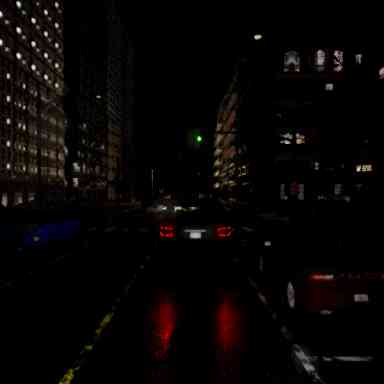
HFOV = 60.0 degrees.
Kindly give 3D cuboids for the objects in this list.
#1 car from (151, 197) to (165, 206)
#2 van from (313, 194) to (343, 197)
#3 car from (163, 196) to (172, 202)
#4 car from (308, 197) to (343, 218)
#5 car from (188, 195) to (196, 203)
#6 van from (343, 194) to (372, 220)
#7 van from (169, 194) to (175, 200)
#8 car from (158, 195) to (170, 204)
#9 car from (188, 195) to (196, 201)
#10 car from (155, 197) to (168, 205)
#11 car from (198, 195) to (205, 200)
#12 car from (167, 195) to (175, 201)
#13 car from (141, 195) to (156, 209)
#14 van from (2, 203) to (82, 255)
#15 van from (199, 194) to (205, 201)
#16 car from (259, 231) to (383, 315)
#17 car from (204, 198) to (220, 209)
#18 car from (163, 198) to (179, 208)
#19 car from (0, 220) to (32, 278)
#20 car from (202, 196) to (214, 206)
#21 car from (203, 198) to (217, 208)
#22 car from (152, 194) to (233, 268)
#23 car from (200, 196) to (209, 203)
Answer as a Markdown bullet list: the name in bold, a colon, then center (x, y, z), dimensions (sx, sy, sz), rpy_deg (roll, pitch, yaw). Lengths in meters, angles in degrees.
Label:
- **car**: center (-5.693, 1.587, 56.477), dimensions (1.887, 1.381, 4.507), rpy_deg (0, 0, 0)
- **van**: center (13.709, 1.127, 32.977), dimensions (3.998, 1.788, 1.690), rpy_deg (-1, 1, 0)
- **car**: center (-5.693, 1.602, 78.418), dimensions (1.752, 1.417, 4.829), rpy_deg (0, 0, 0)
- **car**: center (12.110, 1.356, 27.232), dimensions (4.674, 1.442, 1.812), rpy_deg (-1, 0, -1)
- **car**: center (0.003, 1.541, 75.306), dimensions (1.882, 1.535, 5.008), rpy_deg (0, 0, 0)
- **van**: center (13.731, 1.162, 24.597), dimensions (3.998, 1.788, 1.690), rpy_deg (-1, 1, 0)
- **van**: center (-5.693, 1.449, 95.172), dimensions (1.690, 1.788, 3.998), rpy_deg (0, 0, 0)
- **car**: center (-5.693, 1.498, 67.534), dimensions (1.967, 1.590, 4.097), rpy_deg (0, 0, 0)
- **car**: center (0.003, 1.465, 85.728), dimensions (2.128, 1.511, 4.902), rpy_deg (0, 0, 0)
- **car**: center (-5.693, 1.615, 62.006), dimensions (1.947, 1.339, 4.313), rpy_deg (0, 0, 0)
- **car**: center (2.689, 1.652, 95.170), dimensions (1.887, 1.381, 4.507), rpy_deg (0, 0, 0)
- **car**: center (-5.692, 1.642, 89.644), dimensions (1.887, 1.381, 4.507), rpy_deg (0, 0, 0)
- **car**: center (-5.695, 1.345, 45.423), dimensions (2.192, 1.841, 5.009), rpy_deg (0, 0, 0)
- **van**: center (-5.695, 1.345, 13.032), dimensions (1.690, 1.788, 3.998), rpy_deg (0, 0, 0)
- **van**: center (2.688, 1.438, 89.643), dimensions (1.690, 1.788, 3.998), rpy_deg (0, 0, 0)
- **car**: center (2.686, 1.546, 7.508), dimensions (1.887, 1.381, 4.507), rpy_deg (0, 0, 0)
- **car**: center (2.687, 1.575, 45.422), dimensions (1.887, 1.381, 4.507), rpy_deg (0, 0, 0)
- **car**: center (-3.076, 1.597, 49.091), dimensions (1.994, 1.385, 4.181), rpy_deg (0, 0, 0)
- **car**: center (-5.694, 1.567, 7.510), dimensions (1.947, 1.339, 4.313), rpy_deg (0, 0, 0)
- **car**: center (2.686, 1.482, 56.477), dimensions (1.967, 1.590, 4.097), rpy_deg (0, 0, 0)
- **car**: center (2.687, 1.581, 50.949), dimensions (1.887, 1.381, 4.507), rpy_deg (0, 0, 0)
- **car**: center (0.098, 1.225, 11.391), dimensions (2.150, 2.045, 5.566), rpy_deg (0, 0, 0)
- **car**: center (2.687, 1.633, 73.060), dimensions (1.947, 1.339, 4.313), rpy_deg (0, 0, 0)
